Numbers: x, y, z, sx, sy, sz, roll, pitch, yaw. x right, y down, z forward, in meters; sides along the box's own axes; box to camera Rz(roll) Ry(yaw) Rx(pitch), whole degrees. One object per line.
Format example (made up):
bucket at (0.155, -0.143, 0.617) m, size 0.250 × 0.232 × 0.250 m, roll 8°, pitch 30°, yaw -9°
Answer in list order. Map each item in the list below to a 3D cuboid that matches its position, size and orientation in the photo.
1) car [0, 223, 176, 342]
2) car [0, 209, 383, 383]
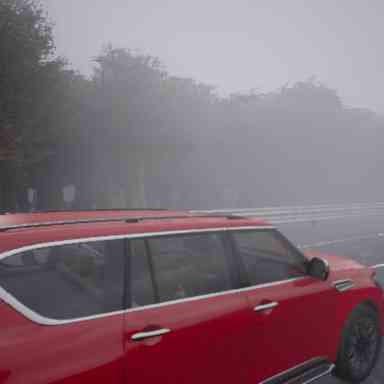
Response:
car at (-2.855, 1.483, 6.014) m, size 4.892 × 1.490 × 1.837 m, roll 1°, pitch -1°, yaw -36°
car at (-0.040, 1.214, 3.717) m, size 5.566 × 2.045 × 2.150 m, roll 0°, pitch 0°, yaw -35°
